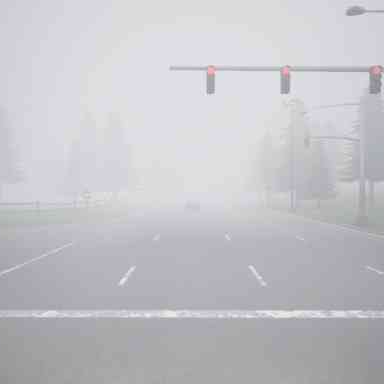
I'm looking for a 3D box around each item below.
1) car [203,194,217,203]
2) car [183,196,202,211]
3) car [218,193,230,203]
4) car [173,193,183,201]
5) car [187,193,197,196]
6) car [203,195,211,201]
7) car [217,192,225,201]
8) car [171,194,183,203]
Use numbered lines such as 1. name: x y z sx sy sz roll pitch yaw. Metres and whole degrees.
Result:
1. car: 3.578 1.517 70.357 2.128 1.511 4.902 0 0 0
2. car: 0.044 1.526 39.748 1.812 1.442 4.674 0 0 0
3. car: 7.079 1.517 70.770 1.812 1.442 4.674 0 0 0
4. car: -3.410 1.188 80.755 2.097 1.767 4.553 0 0 0
5. car: 0.079 1.545 70.778 1.994 1.385 4.181 0 0 0
6. car: 3.590 1.428 80.807 1.895 1.301 4.718 0 0 0
7. car: 7.090 1.058 80.803 2.150 2.045 5.566 0 0 0
8. car: -3.422 1.531 70.365 2.033 1.411 5.357 0 0 0
